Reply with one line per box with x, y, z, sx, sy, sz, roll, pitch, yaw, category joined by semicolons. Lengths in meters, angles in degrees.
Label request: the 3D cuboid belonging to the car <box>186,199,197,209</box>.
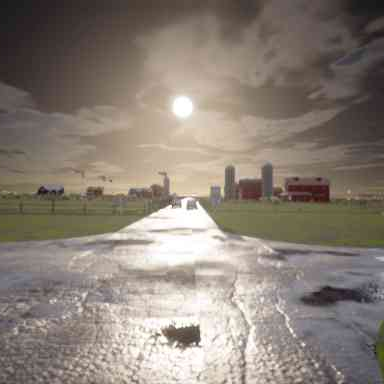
-0.055;2.105;56.861;2.033;1.411;5.357;0;-1;0;car

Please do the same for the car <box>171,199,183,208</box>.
-2.813;2.116;62.277;1.837;1.490;4.892;0;-1;0;car

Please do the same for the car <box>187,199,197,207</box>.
-0.067;2.138;67.282;1.882;1.535;5.008;0;-1;0;car
